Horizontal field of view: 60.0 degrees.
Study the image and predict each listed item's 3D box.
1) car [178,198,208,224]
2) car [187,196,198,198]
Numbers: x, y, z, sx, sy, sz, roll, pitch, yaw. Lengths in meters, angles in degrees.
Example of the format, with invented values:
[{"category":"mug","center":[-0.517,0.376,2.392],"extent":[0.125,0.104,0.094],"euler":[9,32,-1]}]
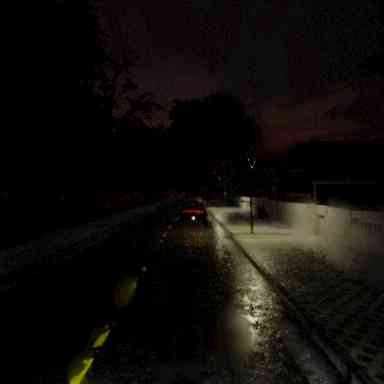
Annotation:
[{"category":"car","center":[0.097,1.443,23.975],"extent":[1.837,1.490,4.892],"euler":[0,0,0]},{"category":"car","center":[0.098,1.242,41.289],"extent":[2.097,1.767,4.553],"euler":[0,0,0]}]
